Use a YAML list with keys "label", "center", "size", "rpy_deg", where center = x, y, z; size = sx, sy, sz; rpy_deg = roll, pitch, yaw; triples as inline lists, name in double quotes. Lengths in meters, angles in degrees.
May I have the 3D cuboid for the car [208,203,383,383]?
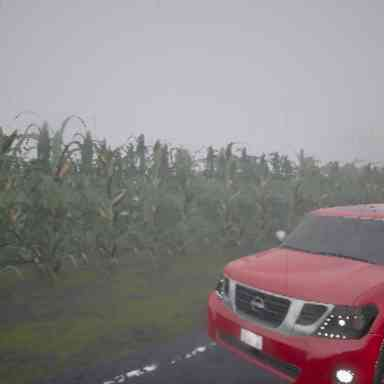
- label: "car"
  center: [2.832, 1.231, 5.264]
  size: [5.566, 2.045, 2.150]
  rpy_deg: [0, 0, -37]
